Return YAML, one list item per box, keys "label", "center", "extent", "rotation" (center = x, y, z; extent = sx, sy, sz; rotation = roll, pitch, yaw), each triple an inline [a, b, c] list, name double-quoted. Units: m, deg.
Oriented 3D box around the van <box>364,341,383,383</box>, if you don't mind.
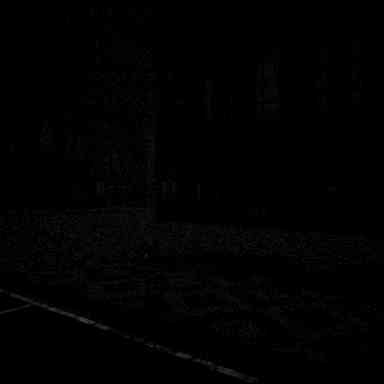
- label: "van"
  center: [2.713, 1.341, 1.049]
  extent: [3.998, 1.788, 1.690]
  rotation: [0, 0, 35]
